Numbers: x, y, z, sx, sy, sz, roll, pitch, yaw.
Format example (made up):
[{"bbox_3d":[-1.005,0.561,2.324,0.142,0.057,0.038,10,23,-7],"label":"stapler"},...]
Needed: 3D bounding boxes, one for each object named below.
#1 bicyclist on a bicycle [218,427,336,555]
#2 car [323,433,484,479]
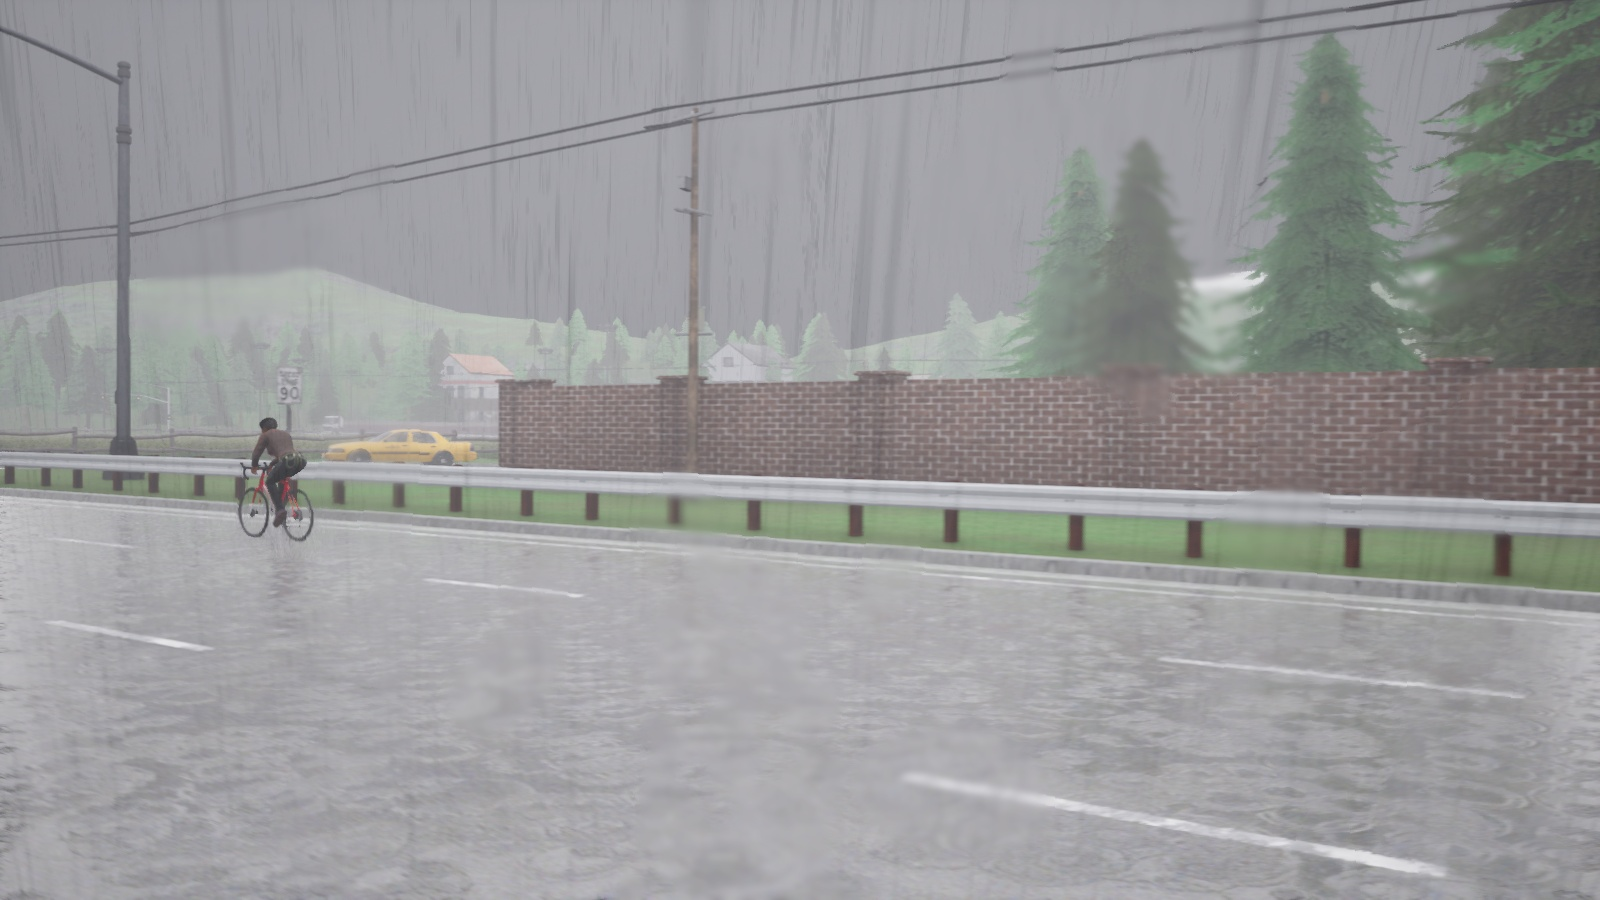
[{"bbox_3d":[-6.937,0.520,16.633,1.656,1.620,0.582,0,1,34],"label":"bicyclist on a bicycle"},{"bbox_3d":[-14.547,0.172,46.173,5.366,1.575,1.801,-1,1,-31],"label":"car"}]
